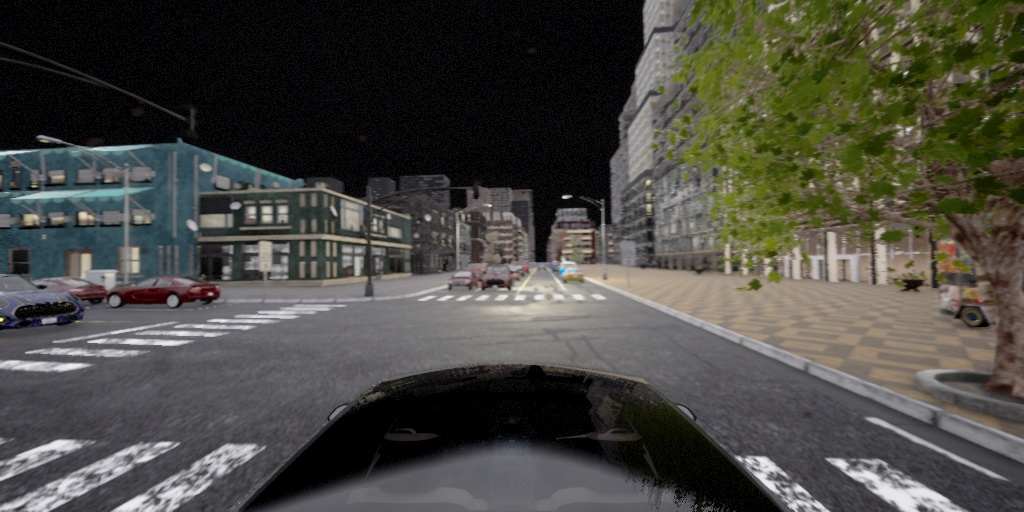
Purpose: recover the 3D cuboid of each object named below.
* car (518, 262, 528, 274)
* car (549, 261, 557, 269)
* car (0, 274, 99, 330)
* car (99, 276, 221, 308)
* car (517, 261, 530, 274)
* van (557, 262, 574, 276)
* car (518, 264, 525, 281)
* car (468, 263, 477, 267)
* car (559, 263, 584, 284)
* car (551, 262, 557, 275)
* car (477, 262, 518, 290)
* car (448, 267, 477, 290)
[{"bbox_3d":[0.720,1.913,45.905,1.812,1.442,4.674,-1,-1,5],"label":"car"},{"bbox_3d":[7.616,2.028,58.986,1.948,1.339,4.313,0,0,5],"label":"car"},{"bbox_3d":[-15.696,1.308,10.640,4.553,1.767,2.097,0,-1,5],"label":"car"},{"bbox_3d":[-15.938,1.611,16.468,4.507,1.381,1.888,0,0,4],"label":"car"},{"bbox_3d":[1.632,1.749,56.462,2.150,2.045,5.566,-1,-1,5],"label":"car"},{"bbox_3d":[5.785,1.508,36.860,1.690,1.789,3.998,0,0,5],"label":"van"},{"bbox_3d":[-0.120,1.818,35.858,1.994,1.385,4.181,-1,-1,5],"label":"car"},{"bbox_3d":[-3.024,1.562,32.015,2.192,1.841,5.009,0,0,5],"label":"car"},{"bbox_3d":[5.341,1.619,31.497,1.751,1.417,4.829,0,0,5],"label":"car"},{"bbox_3d":[6.700,1.865,47.923,2.007,1.370,4.403,0,0,5],"label":"car"},{"bbox_3d":[-0.940,1.475,25.983,2.097,1.767,4.553,-1,-1,5],"label":"car"},{"bbox_3d":[-3.481,1.756,26.483,1.802,1.307,4.207,0,0,5],"label":"car"}]
